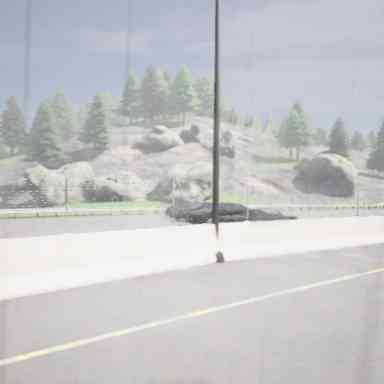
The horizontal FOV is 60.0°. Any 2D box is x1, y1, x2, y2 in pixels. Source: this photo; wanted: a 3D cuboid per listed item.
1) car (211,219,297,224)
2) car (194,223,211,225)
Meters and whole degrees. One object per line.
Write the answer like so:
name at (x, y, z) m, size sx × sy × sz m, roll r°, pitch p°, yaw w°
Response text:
car at (3.697, 1.583, 18.917) m, size 4.718 × 1.301 × 1.895 m, roll 0°, pitch 0°, yaw -32°
car at (2.105, 1.438, 22.017) m, size 5.008 × 1.535 × 1.882 m, roll 0°, pitch 0°, yaw -31°
